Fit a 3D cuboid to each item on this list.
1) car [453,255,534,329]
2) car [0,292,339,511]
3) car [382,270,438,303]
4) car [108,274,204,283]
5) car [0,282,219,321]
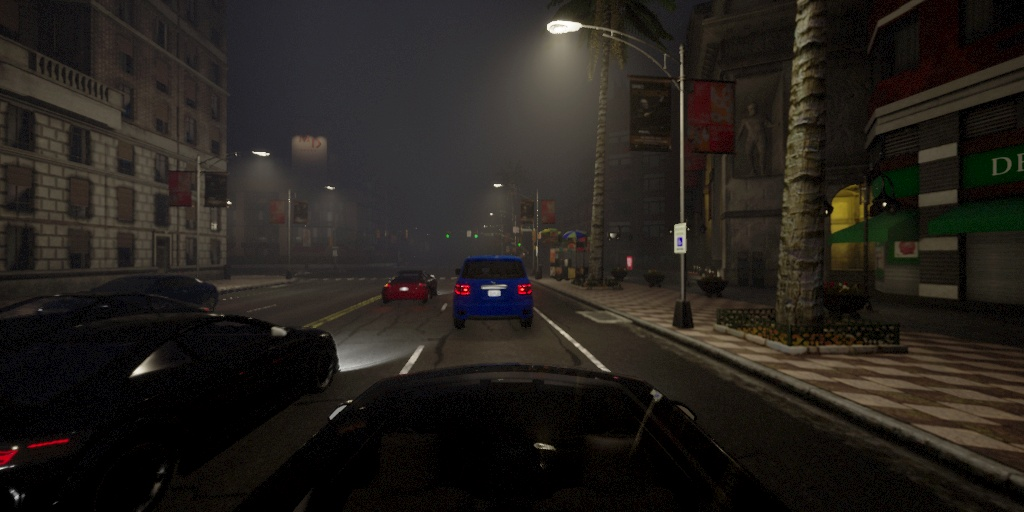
[{"bbox_3d":[-0.650,1.003,11.512,2.150,2.045,5.566,0,0,-5],"label":"car"},{"bbox_3d":[-3.715,1.322,4.007,1.994,1.385,4.181,0,0,-1],"label":"car"},{"bbox_3d":[-4.702,1.360,16.946,1.994,1.385,4.181,0,0,-6],"label":"car"},{"bbox_3d":[-11.239,1.304,11.002,1.812,1.442,4.674,0,0,-6],"label":"car"},{"bbox_3d":[-7.374,1.328,6.061,1.994,1.385,4.181,0,0,-3],"label":"car"}]
